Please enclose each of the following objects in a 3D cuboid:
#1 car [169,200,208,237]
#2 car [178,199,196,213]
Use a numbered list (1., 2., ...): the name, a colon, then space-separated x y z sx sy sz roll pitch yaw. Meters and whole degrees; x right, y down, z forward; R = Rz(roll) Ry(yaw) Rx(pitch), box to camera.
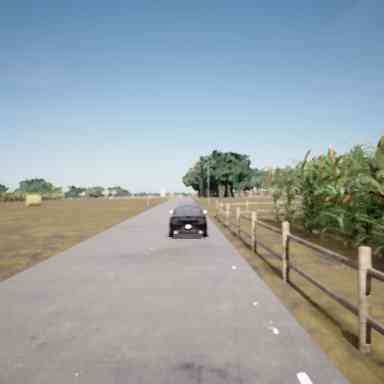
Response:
1. car: -0.205 1.426 17.838 1.882 1.535 5.008 0 1 -1
2. car: -0.534 1.516 37.183 1.895 1.301 4.718 0 0 -1
